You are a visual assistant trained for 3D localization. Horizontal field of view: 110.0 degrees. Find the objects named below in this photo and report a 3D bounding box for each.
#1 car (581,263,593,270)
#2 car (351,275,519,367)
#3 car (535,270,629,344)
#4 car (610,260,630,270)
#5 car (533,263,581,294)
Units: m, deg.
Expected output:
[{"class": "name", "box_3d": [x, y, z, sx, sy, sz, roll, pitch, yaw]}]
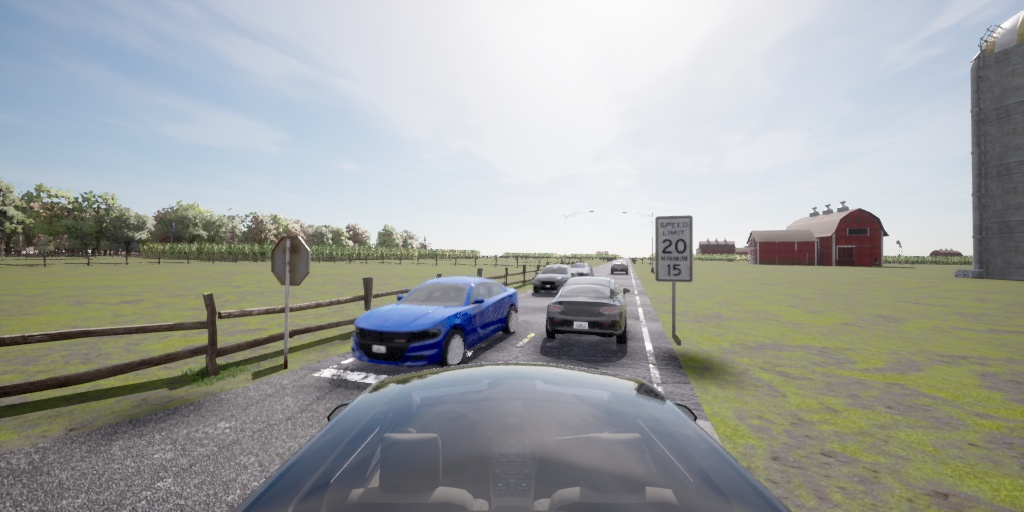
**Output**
[{"class": "car", "box_3d": [5.854, 1.316, 30.439, 2.033, 1.411, 5.357, 0, 0, 18]}, {"class": "car", "box_3d": [-1.335, 1.231, 8.152, 1.882, 1.535, 5.008, 0, 0, 19]}, {"class": "car", "box_3d": [2.139, 1.280, 9.665, 1.812, 1.442, 4.674, 0, 0, 18]}, {"class": "car", "box_3d": [12.333, 1.266, 41.052, 2.128, 1.511, 4.902, 0, 0, 18]}, {"class": "car", "box_3d": [2.524, 1.268, 20.133, 1.837, 1.490, 4.892, 0, 0, 18]}]
